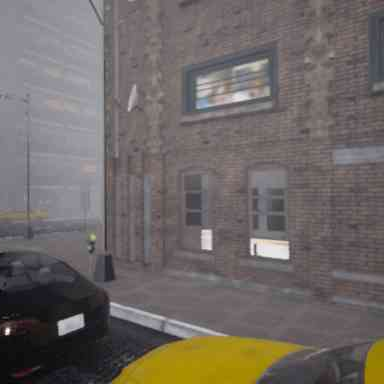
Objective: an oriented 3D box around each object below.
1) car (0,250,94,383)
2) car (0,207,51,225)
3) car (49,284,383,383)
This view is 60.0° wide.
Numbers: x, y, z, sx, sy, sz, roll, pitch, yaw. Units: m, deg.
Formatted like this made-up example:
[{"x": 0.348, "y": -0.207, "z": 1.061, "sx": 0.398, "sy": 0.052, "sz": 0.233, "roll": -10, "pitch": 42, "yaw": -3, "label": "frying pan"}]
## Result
[{"x": -3.096, "y": 1.587, "z": 5.095, "sx": 4.313, "sy": 1.339, "sz": 1.947, "roll": 0, "pitch": 0, "yaw": 36, "label": "car"}, {"x": -14.294, "y": 1.941, "z": 27.821, "sx": 1.752, "sy": 1.417, "sz": 4.829, "roll": -2, "pitch": -2, "yaw": 35, "label": "car"}, {"x": 1.385, "y": 1.525, "z": 1.885, "sx": 4.829, "sy": 1.417, "sz": 1.752, "roll": 0, "pitch": 0, "yaw": 36, "label": "car"}]
